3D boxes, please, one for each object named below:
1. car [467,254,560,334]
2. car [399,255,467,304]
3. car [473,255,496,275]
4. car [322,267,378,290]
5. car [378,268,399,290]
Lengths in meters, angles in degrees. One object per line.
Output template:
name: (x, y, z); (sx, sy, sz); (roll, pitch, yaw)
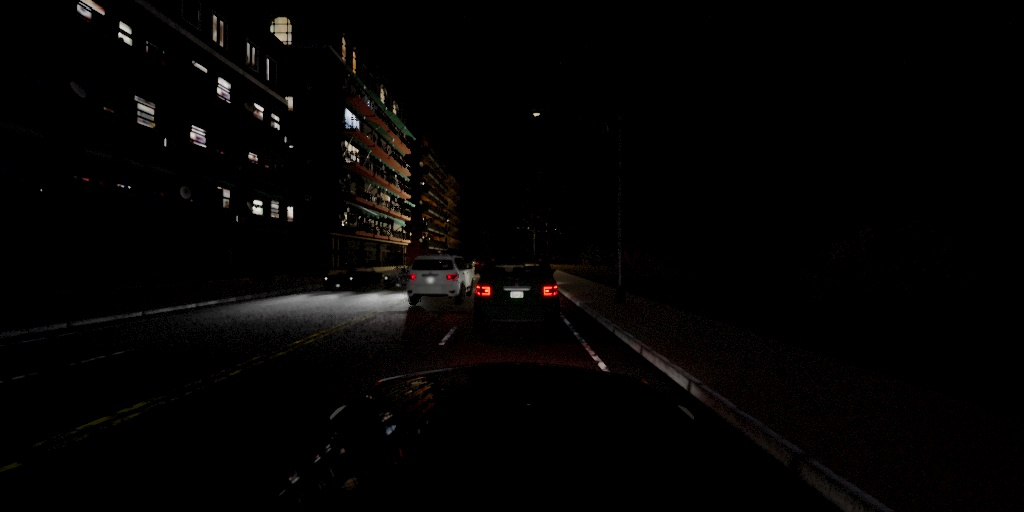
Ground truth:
car: (0.131, 0.973, 10.825); (2.150, 2.045, 5.566); (0, 0, 0)
car: (-3.092, 0.974, 16.356); (2.150, 2.045, 5.566); (0, 0, 0)
car: (-2.996, 0.972, 40.708); (2.150, 2.045, 5.566); (0, 0, 0)
car: (-9.769, 1.353, 22.358); (1.895, 1.301, 4.718); (0, 0, 0)
car: (-6.516, 1.353, 22.762); (1.895, 1.301, 4.718); (0, 0, 0)
